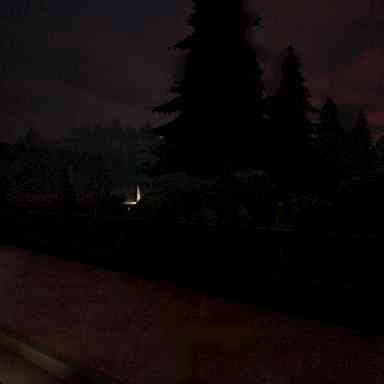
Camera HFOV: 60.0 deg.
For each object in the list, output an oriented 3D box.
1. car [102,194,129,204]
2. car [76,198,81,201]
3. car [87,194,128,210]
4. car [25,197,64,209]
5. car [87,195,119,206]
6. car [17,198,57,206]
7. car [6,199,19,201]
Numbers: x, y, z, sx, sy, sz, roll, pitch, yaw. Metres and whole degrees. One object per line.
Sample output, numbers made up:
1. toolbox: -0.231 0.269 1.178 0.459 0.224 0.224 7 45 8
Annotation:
1. car: -14.056 1.186 61.207 1.837 1.490 4.892 0 3 36
2. car: -19.879 1.506 53.088 1.812 1.442 4.674 0 1 35
3. car: -10.513 1.222 41.788 2.150 2.045 5.566 0 0 36
4. car: -20.441 1.526 46.306 1.812 1.442 4.674 0 0 36
5. car: -14.544 1.391 54.532 2.128 1.511 4.902 0 2 36
6. car: -13.689 1.564 31.374 1.994 1.385 4.181 0 0 36
7. car: -25.015 1.601 45.941 1.895 1.301 4.718 0 0 36
